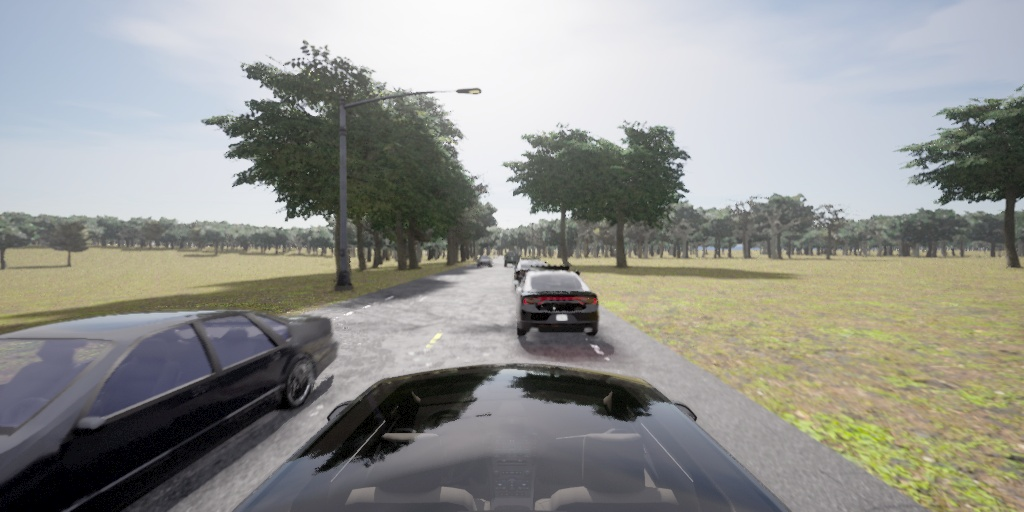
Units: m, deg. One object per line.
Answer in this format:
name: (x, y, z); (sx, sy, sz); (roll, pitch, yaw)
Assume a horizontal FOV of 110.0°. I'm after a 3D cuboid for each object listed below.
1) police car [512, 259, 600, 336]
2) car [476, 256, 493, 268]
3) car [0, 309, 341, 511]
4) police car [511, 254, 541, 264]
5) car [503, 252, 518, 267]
police car: (1.048, 1.052, 10.109); (1.930, 1.638, 5.238); (0, 1, 0)
car: (-3.585, 0.719, 47.259); (1.837, 1.490, 4.892); (0, 0, 0)
car: (-3.598, 1.274, 3.277); (2.033, 1.411, 5.357); (0, 1, 0)
police car: (1.045, 0.908, 20.110); (1.930, 1.638, 5.238); (0, 1, 0)
car: (0.017, 0.421, 49.115); (2.150, 2.045, 5.566); (0, 0, 0)
